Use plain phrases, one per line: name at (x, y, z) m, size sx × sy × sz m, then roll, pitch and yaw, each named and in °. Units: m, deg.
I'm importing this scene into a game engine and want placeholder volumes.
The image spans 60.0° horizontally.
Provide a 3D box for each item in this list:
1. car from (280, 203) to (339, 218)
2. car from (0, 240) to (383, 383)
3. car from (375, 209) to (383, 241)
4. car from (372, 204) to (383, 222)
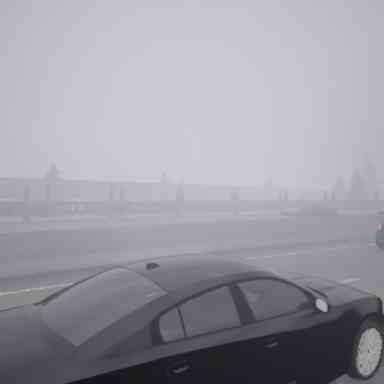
car at (10.395, 1.719, 29.326) m, size 5.357 × 1.411 × 2.033 m, roll 0°, pitch 0°, yaw -22°
car at (0.276, 1.490, 3.847) m, size 5.008 × 1.535 × 1.882 m, roll 0°, pitch 0°, yaw -34°
car at (9.580, 1.436, 13.327) m, size 4.553 × 1.767 × 2.097 m, roll 0°, pitch 0°, yaw -27°
car at (17.801, 1.763, 28.302) m, size 4.181 × 1.385 × 1.994 m, roll 0°, pitch 0°, yaw -18°
